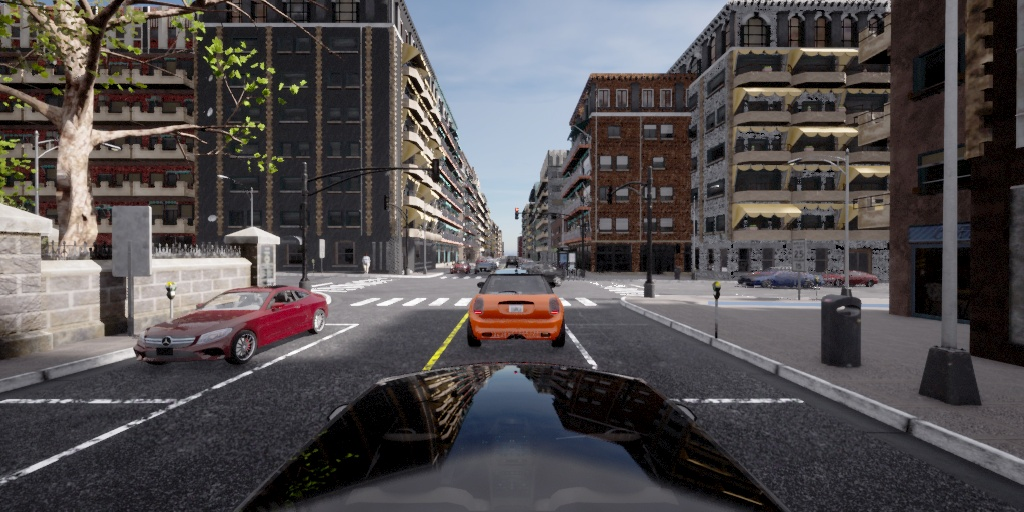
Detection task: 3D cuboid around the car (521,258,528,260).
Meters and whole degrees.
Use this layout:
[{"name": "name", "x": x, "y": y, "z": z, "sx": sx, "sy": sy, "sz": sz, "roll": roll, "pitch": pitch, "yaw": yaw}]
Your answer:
[{"name": "car", "x": 2.622, "y": 1.298, "z": 51.668, "sx": 2.007, "sy": 1.370, "sz": 4.403, "roll": 0, "pitch": 0, "yaw": 0}]

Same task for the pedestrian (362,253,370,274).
[{"name": "pedestrian", "x": -12.754, "y": 0.651, "z": 31.367, "sx": 0.375, "sy": 1.860, "sz": 0.375, "roll": 0, "pitch": -1, "yaw": -1}]

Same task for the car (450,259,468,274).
[{"name": "car", "x": -5.743, "y": 1.187, "z": 40.385, "sx": 1.967, "sy": 1.591, "sz": 4.097, "roll": 0, "pitch": 0, "yaw": 0}]

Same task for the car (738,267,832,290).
[{"name": "car", "x": 19.687, "y": 1.663, "z": 26.273, "sx": 5.357, "sy": 1.411, "sz": 2.033, "roll": 1, "pitch": 0, "yaw": -1}]

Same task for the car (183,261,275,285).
[{"name": "car", "x": -17.677, "y": 1.035, "z": 22.569, "sx": 4.181, "sy": 1.385, "sz": 1.994, "roll": 1, "pitch": 0, "yaw": -1}]

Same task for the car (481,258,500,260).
[{"name": "car", "x": -3.155, "y": 1.312, "z": 49.956, "sx": 1.994, "sy": 1.385, "sz": 4.181, "roll": 0, "pitch": 0, "yaw": 0}]

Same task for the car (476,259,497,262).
[{"name": "car", "x": -3.146, "y": 1.312, "z": 40.982, "sx": 1.994, "sy": 1.385, "sz": 4.181, "roll": 0, "pitch": 0, "yaw": 0}]

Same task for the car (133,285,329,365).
[{"name": "car", "x": -5.697, "y": 1.331, "z": 7.974, "sx": 1.802, "sy": 1.307, "sz": 4.207, "roll": 0, "pitch": 0, "yaw": 0}]

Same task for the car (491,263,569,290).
[{"name": "car", "x": 1.242, "y": 1.246, "z": 23.028, "sx": 4.892, "sy": 1.490, "sz": 1.837, "roll": 0, "pitch": -2, "yaw": -36}]

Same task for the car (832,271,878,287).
[{"name": "car", "x": 27.016, "y": 1.813, "z": 28.936, "sx": 4.207, "sy": 1.307, "sz": 1.802, "roll": 0, "pitch": 0, "yaw": -1}]

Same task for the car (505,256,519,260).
[{"name": "car", "x": 0.016, "y": 0.966, "z": 63.884, "sx": 2.150, "sy": 2.045, "sz": 5.566, "roll": 0, "pitch": 0, "yaw": 0}]

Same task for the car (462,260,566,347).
[{"name": "car", "x": 0.116, "y": 1.101, "z": 9.484, "sx": 2.097, "sy": 1.767, "sz": 4.553, "roll": 0, "pitch": 0, "yaw": 1}]
